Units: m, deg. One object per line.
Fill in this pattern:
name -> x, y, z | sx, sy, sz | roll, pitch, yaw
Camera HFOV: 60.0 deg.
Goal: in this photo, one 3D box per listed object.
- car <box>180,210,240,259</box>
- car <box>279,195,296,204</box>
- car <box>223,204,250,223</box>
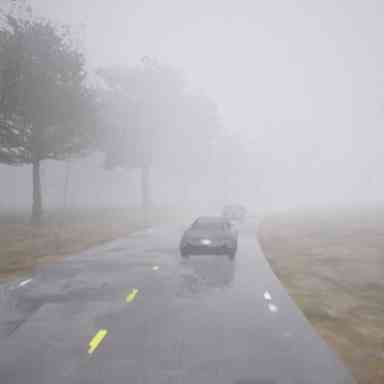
car -> 0.786, 1.647, 13.137 | 1.994, 1.385, 4.181 | 0, 0, 9
car -> 18.119, 1.362, 62.862 | 1.837, 1.490, 4.892 | -1, 0, 37
car -> 3.487, 1.681, 26.717 | 2.033, 1.411, 5.357 | 0, 0, 16
